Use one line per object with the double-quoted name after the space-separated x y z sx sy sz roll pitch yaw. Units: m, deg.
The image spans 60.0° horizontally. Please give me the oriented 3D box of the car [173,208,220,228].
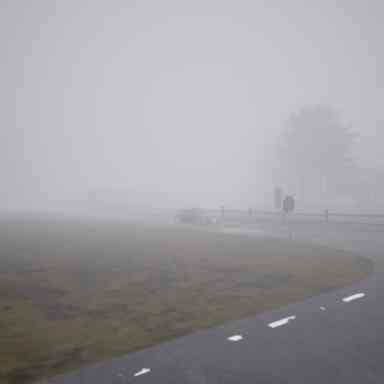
0.322 2.069 27.573 2.128 1.511 4.902 0 -1 -35 "car"
